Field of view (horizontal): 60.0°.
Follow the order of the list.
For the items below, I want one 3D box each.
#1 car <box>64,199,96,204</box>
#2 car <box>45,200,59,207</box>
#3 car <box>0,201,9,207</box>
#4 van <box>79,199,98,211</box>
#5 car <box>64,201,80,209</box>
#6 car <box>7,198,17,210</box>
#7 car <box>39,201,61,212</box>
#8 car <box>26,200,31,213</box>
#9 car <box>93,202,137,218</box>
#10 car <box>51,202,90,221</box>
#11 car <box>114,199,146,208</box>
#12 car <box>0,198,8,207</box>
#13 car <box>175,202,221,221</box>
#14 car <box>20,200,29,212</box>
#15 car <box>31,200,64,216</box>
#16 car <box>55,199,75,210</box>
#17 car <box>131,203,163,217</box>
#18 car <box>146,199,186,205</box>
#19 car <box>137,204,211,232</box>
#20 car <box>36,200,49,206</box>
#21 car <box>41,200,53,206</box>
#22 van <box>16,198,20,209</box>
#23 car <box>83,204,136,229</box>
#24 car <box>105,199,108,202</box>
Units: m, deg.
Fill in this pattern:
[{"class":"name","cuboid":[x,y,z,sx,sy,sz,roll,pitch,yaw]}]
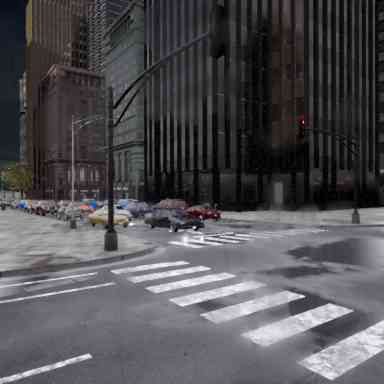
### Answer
[{"class":"car","cuboid":[-12.840,1.866,38.464,2.097,1.767,4.553,0,-1,-35]},{"class":"car","cuboid":[-31.574,2.594,75.015,1.947,1.339,4.313,-1,0,-35]},{"class":"car","cuboid":[-44.242,2.770,78.148,1.802,1.307,4.206,-1,0,-35]},{"class":"van","cuboid":[-16.940,2.037,54.419,1.690,1.788,3.998,-1,0,-35]},{"class":"car","cuboid":[-22.551,2.406,62.282,1.802,1.307,4.206,-1,0,-35]},{"class":"car","cuboid":[-31.809,2.353,60.597,1.967,1.590,4.097,-1,0,-35]},{"class":"car","cuboid":[-22.001,2.250,51.555,2.128,1.511,4.902,0,-1,-35]},{"class":"car","cuboid":[-20.405,2.195,44.506,1.887,1.381,4.507,-1,0,-35]},{"class":"car","cuboid":[-7.154,1.906,30.428,1.812,1.442,4.674,0,-1,-35]},{"class":"car","cuboid":[-11.930,2.004,32.546,2.008,1.369,4.403,-1,0,-35]},{"class":"car","cuboid":[-5.790,1.748,34.024,2.097,1.767,4.553,0,-1,-35]},{"class":"car","cuboid":[-41.134,2.666,73.761,1.887,1.381,4.507,-1,0,-35]},{"class":"car","cuboid":[0.683,1.828,29.495,1.887,1.381,4.507,-1,0,-35]},{"class":"car","cuboid":[-23.231,2.156,48.492,1.967,1.590,4.097,-1,0,-35]},{"class":"car","cuboid":[-17.585,1.900,40.519,2.192,1.841,5.009,-1,0,-35]},{"class":"car","cuboid":[-21.506,2.114,56.216,2.097,1.767,4.553,0,-1,-35]},{"class":"car","cuboid":[-5.189,2.004,37.803,1.802,1.307,4.206,-1,0,-35]},{"class":"car","cuboid":[-2.258,1.668,33.649,2.192,1.841,5.009,-1,0,-35]},{"class":"car","cuboid":[-1.366,1.791,22.203,2.033,1.411,5.357,0,-1,-35]},{"class":"car","cuboid":[-37.590,2.709,83.505,2.008,1.369,4.403,-1,0,-35]},{"class":"car","cuboid":[-34.583,2.659,79.261,1.947,1.339,4.313,-1,0,-35]},{"class":"van","cuboid":[-26.058,2.122,52.479,1.690,1.788,3.998,-1,0,-35]},{"class":"car","cuboid":[-6.183,1.843,24.435,1.752,1.417,4.829,-1,0,-35]},{"class":"car","cuboid":[-11.067,1.875,46.111,2.192,1.841,5.009,-1,0,-35]}]
